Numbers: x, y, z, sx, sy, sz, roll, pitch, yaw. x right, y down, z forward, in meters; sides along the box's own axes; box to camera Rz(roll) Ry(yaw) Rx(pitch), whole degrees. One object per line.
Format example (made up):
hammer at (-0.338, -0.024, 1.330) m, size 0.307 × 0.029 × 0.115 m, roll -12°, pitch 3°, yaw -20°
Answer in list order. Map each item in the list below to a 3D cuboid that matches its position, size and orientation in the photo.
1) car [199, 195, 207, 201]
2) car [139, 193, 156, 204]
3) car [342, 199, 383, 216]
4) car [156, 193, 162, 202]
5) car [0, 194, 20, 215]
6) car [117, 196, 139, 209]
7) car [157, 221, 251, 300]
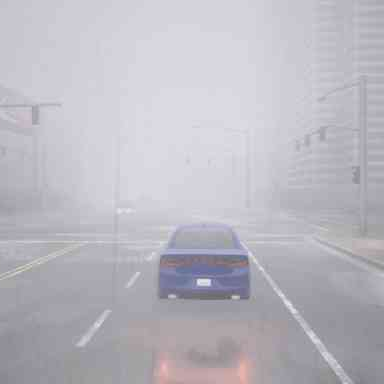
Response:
car at (2.781, 1.524, 86.238) m, size 1.812 × 1.442 × 4.674 m, roll 0°, pitch 0°, yaw 2°
car at (-8.593, 1.223, 61.592) m, size 2.150 × 2.045 × 5.566 m, roll 0°, pitch 0°, yaw 2°
car at (17.234, 1.505, 32.366) m, size 4.892 × 1.490 × 1.837 m, roll 0°, pitch 0°, yaw 2°
car at (-8.013, 1.534, 77.419) m, size 2.033 × 1.411 × 5.357 m, roll 0°, pitch 0°, yaw 2°
car at (-20.074, 1.221, 33.057) m, size 5.566 × 2.045 × 2.150 m, roll 0°, pitch 0°, yaw 3°
car at (-9.126, 1.563, 46.403) m, size 1.994 × 1.385 × 4.181 m, roll 0°, pitch 0°, yaw 2°
car at (0.310, 1.478, 8.462) m, size 1.882 × 1.535 × 5.008 m, roll 0°, pitch 0°, yaw 2°
